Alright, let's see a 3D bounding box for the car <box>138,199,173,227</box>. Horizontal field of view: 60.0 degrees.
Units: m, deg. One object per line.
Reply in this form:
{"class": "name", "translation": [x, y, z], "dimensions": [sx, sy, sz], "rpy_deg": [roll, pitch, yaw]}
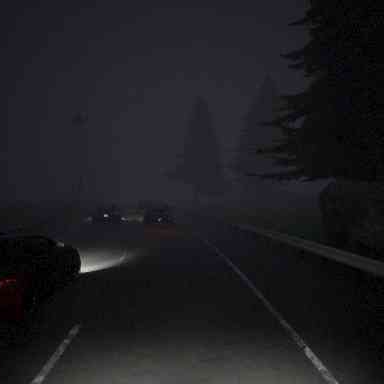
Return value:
{"class": "car", "translation": [-2.422, 1.520, 23.139], "dimensions": [2.128, 1.511, 4.902], "rpy_deg": [0, 0, -10]}

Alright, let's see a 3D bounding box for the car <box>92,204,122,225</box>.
{"class": "car", "translation": [-6.282, 1.603, 24.823], "dimensions": [1.994, 1.385, 4.181], "rpy_deg": [0, 0, -10]}

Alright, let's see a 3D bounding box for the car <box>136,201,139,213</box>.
{"class": "car", "translation": [-5.139, 1.525, 36.749], "dimensions": [1.882, 1.535, 5.008], "rpy_deg": [0, 0, -12]}

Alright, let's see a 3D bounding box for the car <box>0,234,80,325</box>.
{"class": "car", "translation": [-3.827, 1.580, 7.095], "dimensions": [1.994, 1.385, 4.181], "rpy_deg": [0, 0, -4]}
